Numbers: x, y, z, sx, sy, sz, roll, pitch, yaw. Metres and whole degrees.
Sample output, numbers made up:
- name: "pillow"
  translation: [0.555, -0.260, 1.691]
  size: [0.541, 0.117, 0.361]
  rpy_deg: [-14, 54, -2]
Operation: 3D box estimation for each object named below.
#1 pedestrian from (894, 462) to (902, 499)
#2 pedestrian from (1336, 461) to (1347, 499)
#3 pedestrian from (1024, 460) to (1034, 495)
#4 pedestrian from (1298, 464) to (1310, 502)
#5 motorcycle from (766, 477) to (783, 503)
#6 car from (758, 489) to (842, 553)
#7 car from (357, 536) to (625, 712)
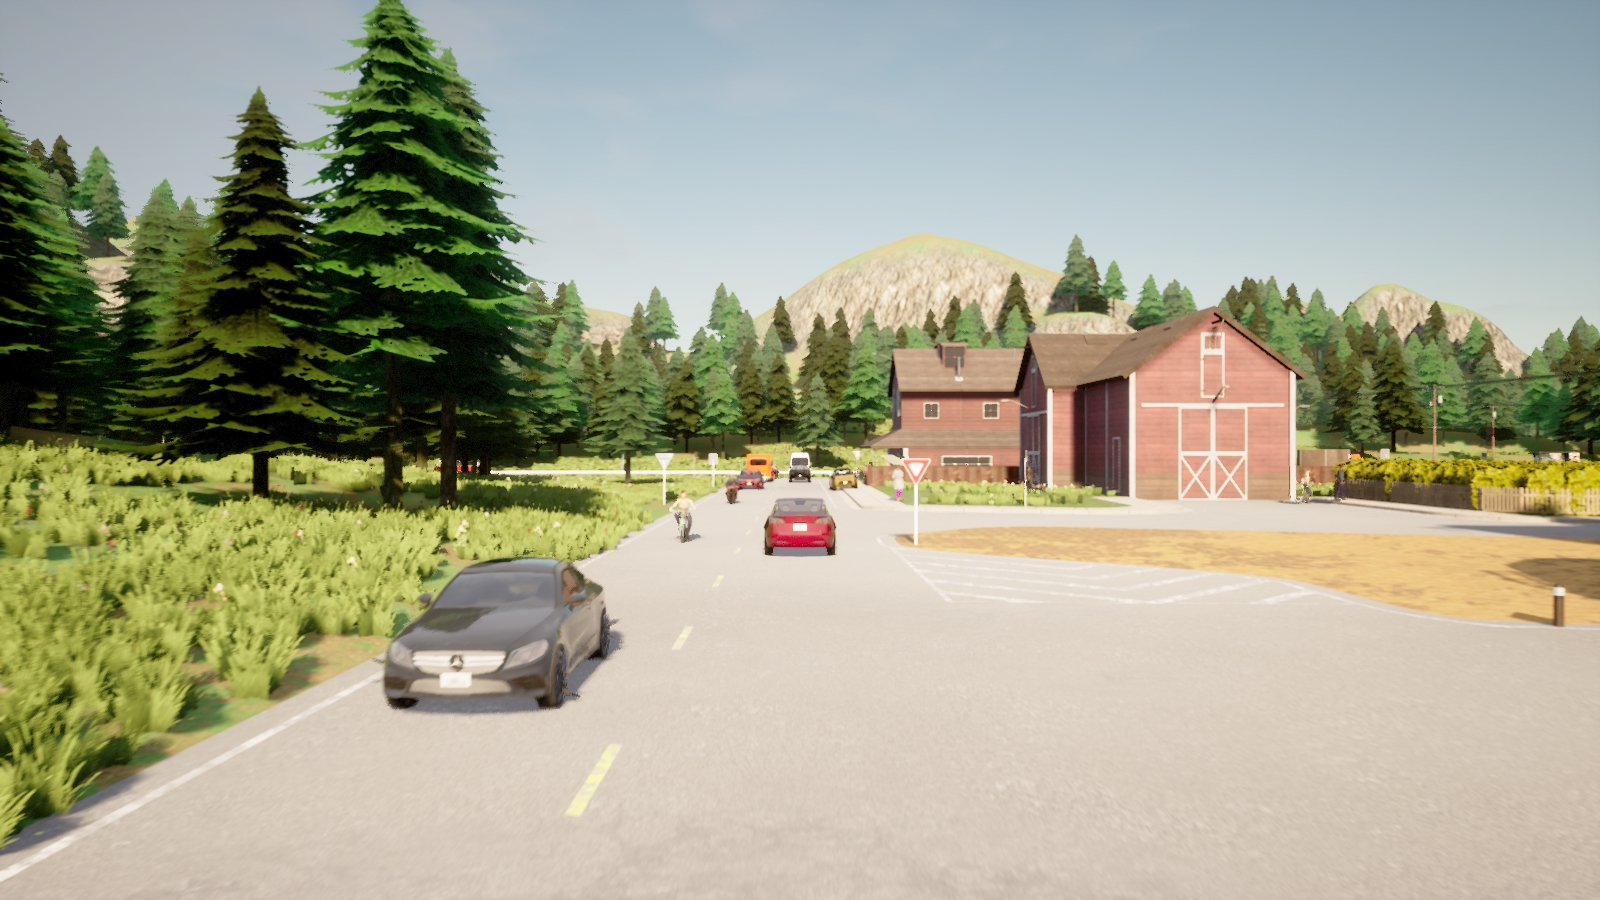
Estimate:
- name: "pedestrian"
  translation: [5.005, 1.556, 58.254]
  size: [0.375, 1.860, 0.375]
  rpy_deg: [0, 0, -1]
- name: "pedestrian"
  translation: [26.630, 1.466, 56.175]
  size: [0.375, 1.860, 0.375]
  rpy_deg: [0, 0, 41]
- name: "pedestrian"
  translation: [12.463, 1.494, 62.090]
  size: [0.375, 1.860, 0.375]
  rpy_deg: [0, 0, -39]
- name: "pedestrian"
  translation: [25.001, 1.617, 56.677]
  size: [0.375, 1.860, 0.375]
  rpy_deg: [0, 0, -3]
- name: "motorcycle"
  translation: [-1.300, 2.065, 58.858]
  size: [0.867, 1.251, 2.209]
  rpy_deg: [0, 0, 0]
- name: "car"
  translation: [0.001, 1.923, 32.105]
  size: [2.163, 1.488, 4.792]
  rpy_deg: [0, 0, 0]
- name: "car"
  translation: [-3.501, 1.941, 13.945]
  size: [2.002, 1.442, 4.674]
  rpy_deg: [0, 0, 0]
